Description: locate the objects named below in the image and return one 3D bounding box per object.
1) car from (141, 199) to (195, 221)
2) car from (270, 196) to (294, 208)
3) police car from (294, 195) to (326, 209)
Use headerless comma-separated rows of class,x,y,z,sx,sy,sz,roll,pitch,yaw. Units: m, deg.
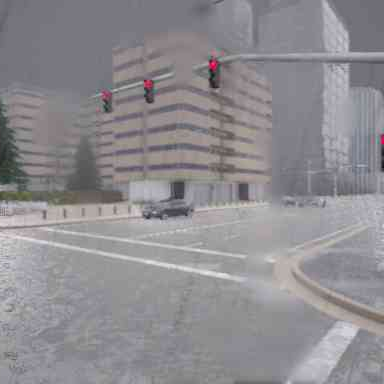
car,-1.741,1.331,25.498,1.837,1.490,4.892,0,1,38
car,11.682,1.190,42.472,1.812,1.442,4.674,0,1,38
police car,14.568,1.173,40.358,2.038,1.542,4.974,0,1,38
